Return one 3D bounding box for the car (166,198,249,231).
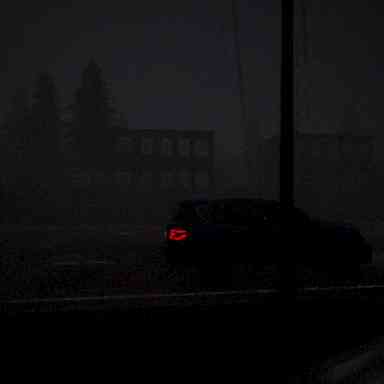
[{"bbox_3d":[0.835,1.281,19.648,4.553,1.767,2.097,0,0,-8],"label":"car"}]

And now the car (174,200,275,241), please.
[{"bbox_3d":[1.473,1.295,16.203,4.553,1.767,2.097,0,0,-8],"label":"car"}]

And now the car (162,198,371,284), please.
[{"bbox_3d":[1.960,1.194,9.196,5.566,2.045,2.150,0,0,-8],"label":"car"}]
